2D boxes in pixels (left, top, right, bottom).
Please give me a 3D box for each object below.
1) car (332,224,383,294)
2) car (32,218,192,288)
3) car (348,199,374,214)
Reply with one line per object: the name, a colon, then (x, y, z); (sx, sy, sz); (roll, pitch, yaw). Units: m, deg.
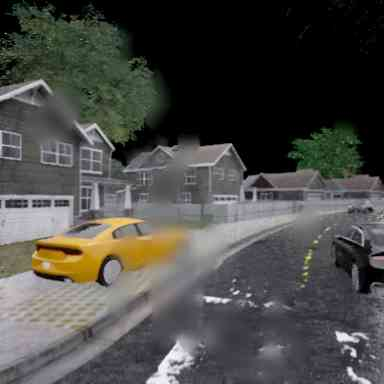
car: (4.973, 1.579, 8.786); (2.128, 1.511, 4.902); (-1, -1, 14)
car: (-1.897, 1.470, 9.449); (1.882, 1.535, 5.008); (-1, -1, 32)
car: (21.346, 1.816, 42.067); (2.097, 1.767, 4.553); (-1, -1, 40)
